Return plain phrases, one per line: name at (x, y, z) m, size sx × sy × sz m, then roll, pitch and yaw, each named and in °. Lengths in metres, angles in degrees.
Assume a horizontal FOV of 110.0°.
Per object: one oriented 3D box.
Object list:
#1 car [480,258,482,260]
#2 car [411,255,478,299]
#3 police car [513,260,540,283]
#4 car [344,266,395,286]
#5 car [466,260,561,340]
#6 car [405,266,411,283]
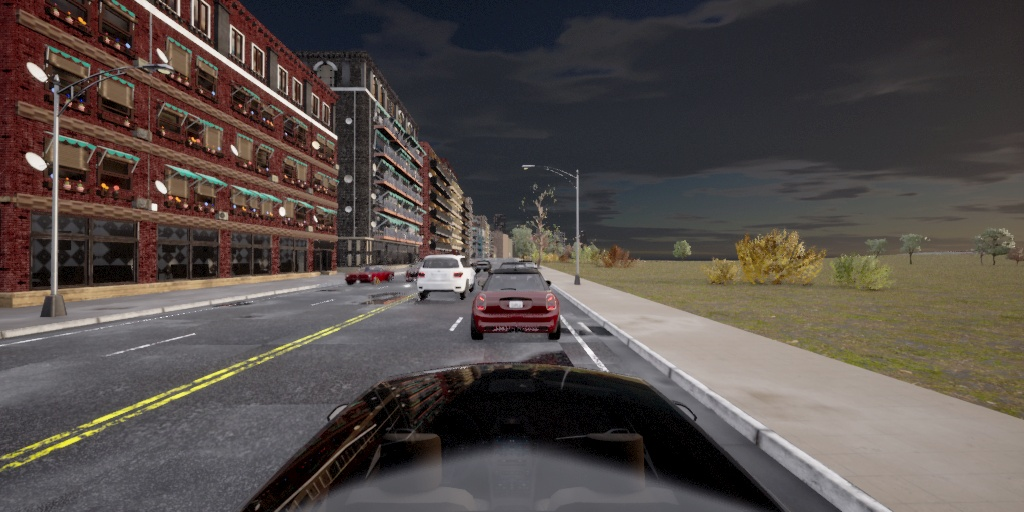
car at (-3.204, 1.259, 40.908) m, size 1.837 × 1.490 × 4.892 m, roll 0°, pitch 0°, yaw 0°
car at (-3.174, 0.976, 18.209) m, size 2.150 × 2.045 × 5.566 m, roll 0°, pitch 0°, yaw 0°
police car at (1.098, 1.179, 29.401) m, size 1.930 × 1.638 × 5.238 m, roll 0°, pitch 0°, yaw 0°
car at (-9.882, 1.354, 25.217) m, size 1.895 × 1.301 × 4.718 m, roll 0°, pitch 0°, yaw 0°
car at (0.081, 1.103, 10.133) m, size 2.097 × 1.767 × 4.553 m, roll 0°, pitch 0°, yaw 0°
car at (-6.637, 1.105, 27.587) m, size 2.097 × 1.767 × 4.553 m, roll 0°, pitch 0°, yaw 0°
